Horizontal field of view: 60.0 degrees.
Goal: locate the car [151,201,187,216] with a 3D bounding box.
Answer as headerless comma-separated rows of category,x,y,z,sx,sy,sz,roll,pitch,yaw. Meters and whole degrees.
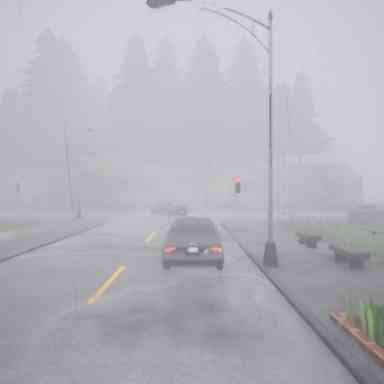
car,-2.058,1.530,30.448,1.812,1.442,4.674,1,0,-30

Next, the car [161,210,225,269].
car,0.044,1.549,11.132,2.033,1.411,5.357,0,0,0
